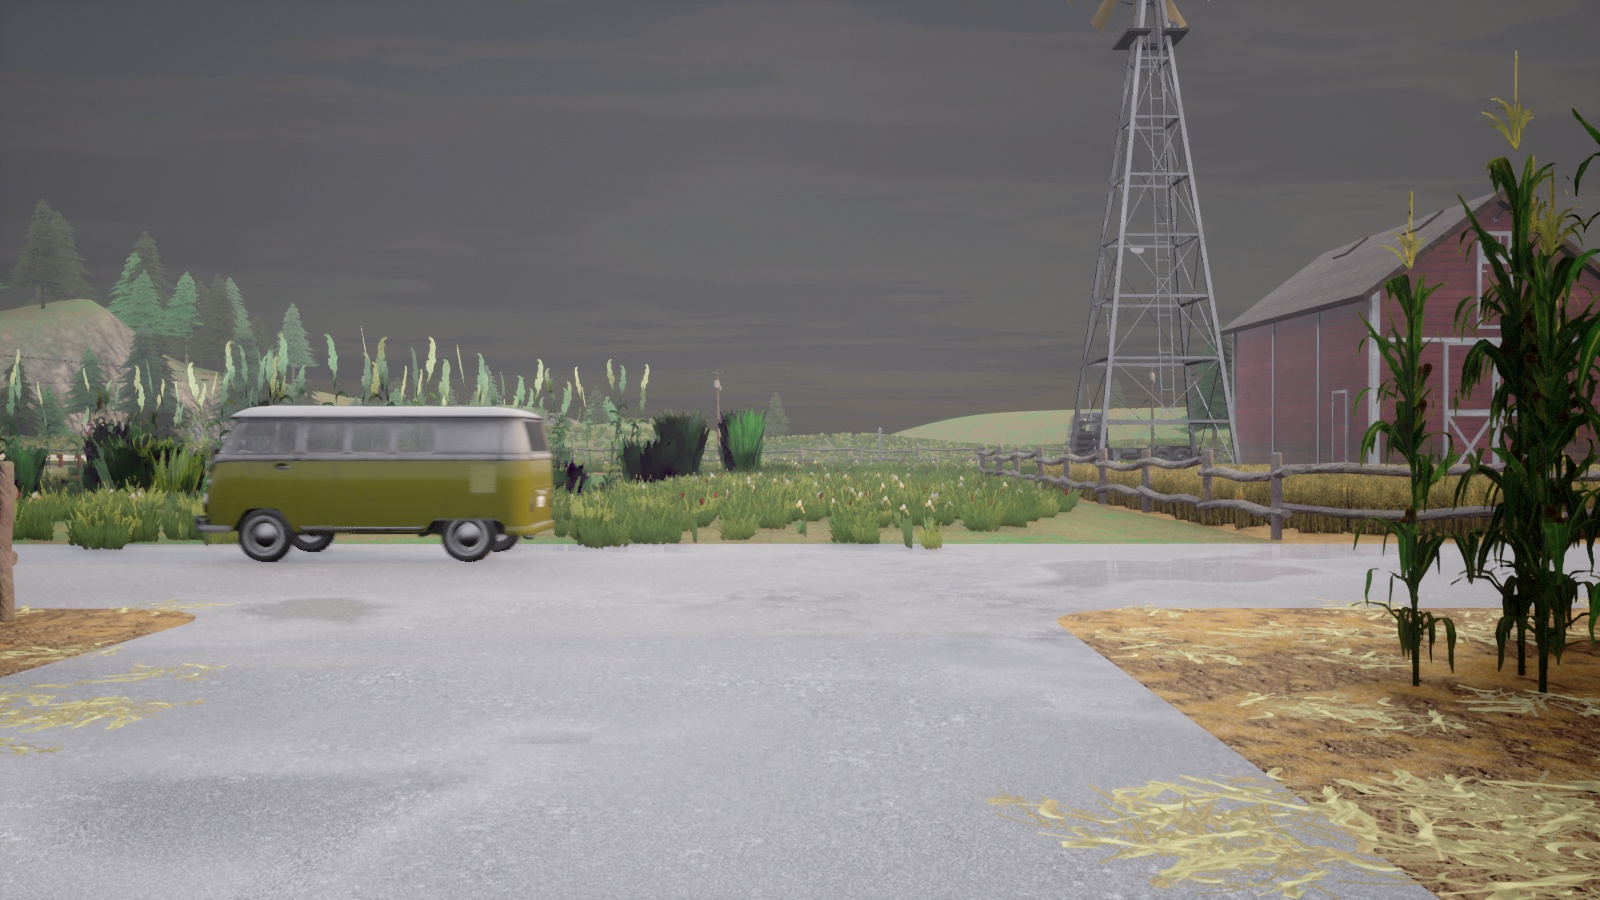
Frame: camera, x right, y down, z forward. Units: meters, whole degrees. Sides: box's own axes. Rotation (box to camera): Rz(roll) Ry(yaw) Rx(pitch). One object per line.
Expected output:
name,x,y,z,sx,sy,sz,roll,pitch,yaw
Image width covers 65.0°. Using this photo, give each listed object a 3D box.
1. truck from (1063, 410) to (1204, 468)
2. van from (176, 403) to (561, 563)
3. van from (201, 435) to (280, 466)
truck,20.175,-0.650,76.325,7.936,3.462,2.891,0,0,6
van,-5.529,0.402,16.483,4.442,1.987,1.775,0,0,0
van,-36.563,0.007,82.160,4.442,1.987,1.775,0,0,6
